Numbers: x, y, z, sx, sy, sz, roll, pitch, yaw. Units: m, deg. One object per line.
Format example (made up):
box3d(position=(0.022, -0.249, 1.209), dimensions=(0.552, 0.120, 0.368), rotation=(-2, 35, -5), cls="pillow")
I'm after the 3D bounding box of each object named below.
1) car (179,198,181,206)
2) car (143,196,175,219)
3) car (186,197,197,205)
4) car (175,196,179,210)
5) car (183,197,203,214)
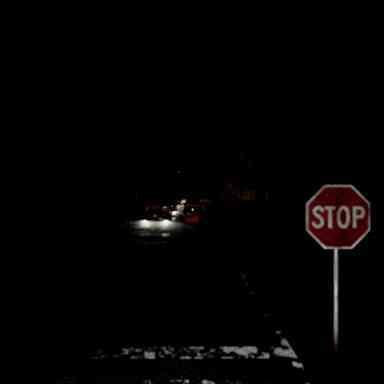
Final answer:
box3d(position=(-2.882, 1.489, 55.726), dimensions=(1.882, 1.535, 5.008), rotation=(0, 0, 0), cls="car")
box3d(position=(-2.929, 1.355, 29.070), dimensions=(2.097, 1.767, 4.553), rotation=(0, 0, 2), cls="car")
box3d(position=(-0.051, 1.578, 62.515), dimensions=(1.994, 1.385, 4.181), rotation=(0, 0, 0), cls="car")
box3d(position=(-2.884, 1.505, 40.565), dimensions=(1.837, 1.490, 4.892), rotation=(0, 2, 0), cls="car")
box3d(position=(0.065, 1.509, 35.669), dimensions=(1.837, 1.490, 4.892), rotation=(0, 0, 0), cls="car")
